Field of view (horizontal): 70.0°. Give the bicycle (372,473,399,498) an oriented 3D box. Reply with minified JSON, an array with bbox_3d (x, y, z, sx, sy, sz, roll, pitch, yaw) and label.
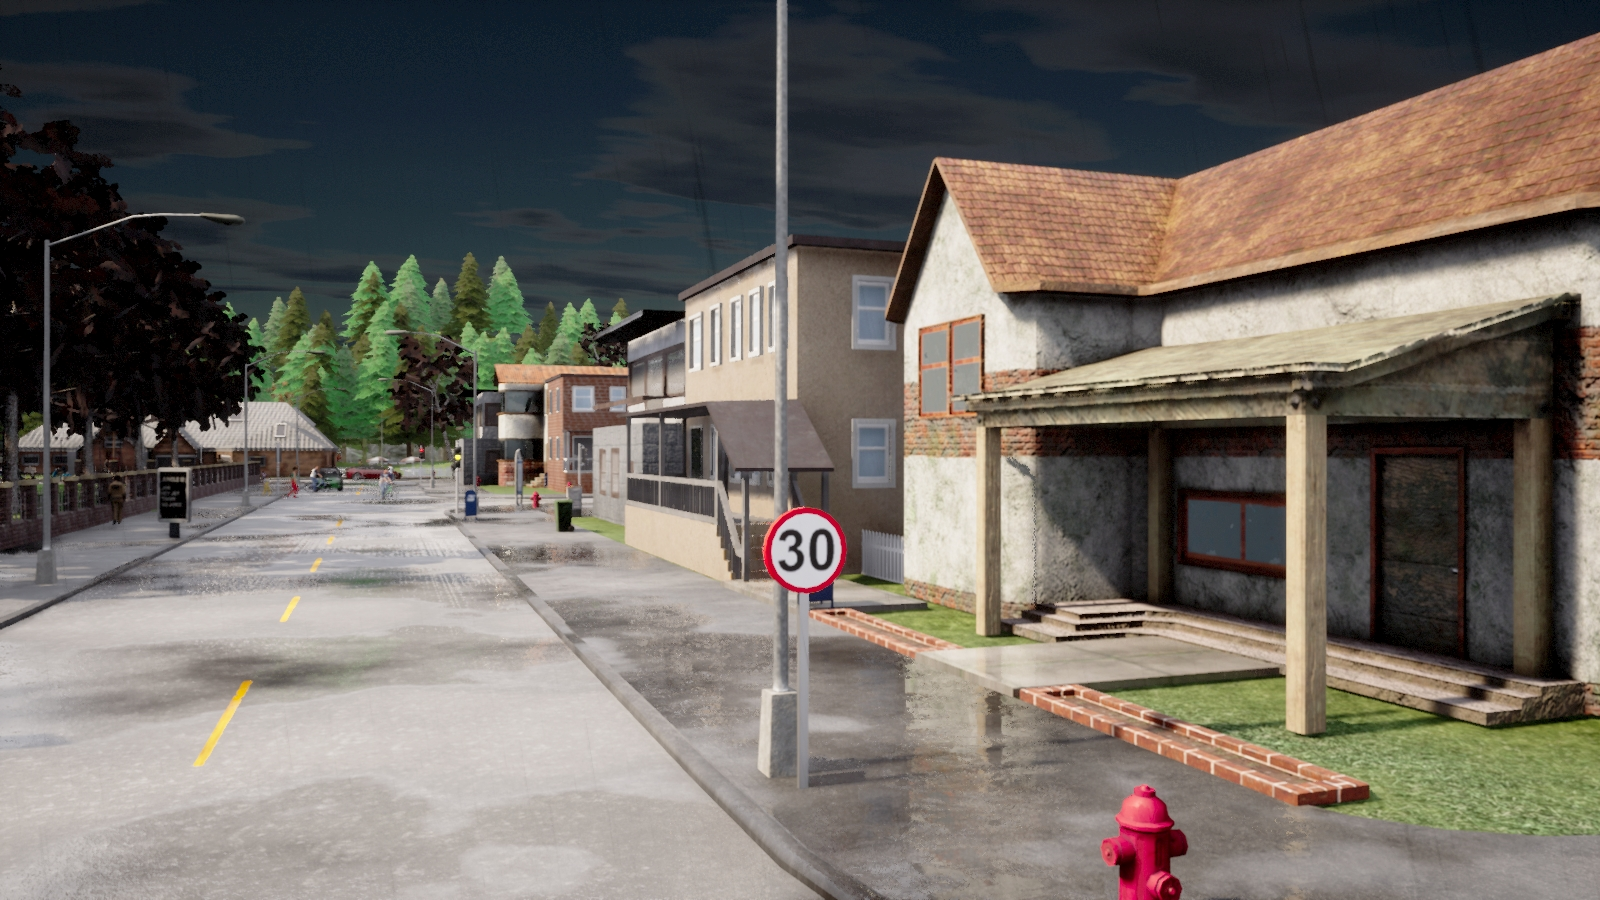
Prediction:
[{"bbox_3d":[-22.472,1.938,61.996,1.643,1.296,0.373,1,-2,30],"label":"bicycle"}]

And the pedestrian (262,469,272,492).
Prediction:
[{"bbox_3d":[-31.342,1.794,67.157,0.375,1.300,0.375,0,0,27],"label":"pedestrian"}]

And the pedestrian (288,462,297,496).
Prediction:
[{"bbox_3d":[-28.518,1.621,64.257,0.375,1.860,0.375,0,0,-38],"label":"pedestrian"}]

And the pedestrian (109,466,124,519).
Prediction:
[{"bbox_3d":[-24.263,1.510,40.562,0.375,1.860,0.375,0,0,-20],"label":"pedestrian"}]
